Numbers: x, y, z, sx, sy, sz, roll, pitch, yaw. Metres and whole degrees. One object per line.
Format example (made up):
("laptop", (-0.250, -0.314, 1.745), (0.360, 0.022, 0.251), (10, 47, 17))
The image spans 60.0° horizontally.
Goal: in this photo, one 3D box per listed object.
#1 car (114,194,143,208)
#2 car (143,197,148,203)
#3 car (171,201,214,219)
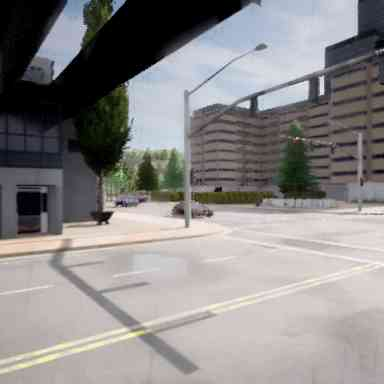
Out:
("car", (-9.215, 1.259, 46.992), (2.097, 1.767, 4.553), (0, 0, -36))
("car", (-10.266, 1.224, 61.537), (2.097, 1.767, 4.553), (-1, 0, 42))
("car", (-0.001, 1.487, 28.356), (1.994, 1.385, 4.181), (0, 0, -36))
